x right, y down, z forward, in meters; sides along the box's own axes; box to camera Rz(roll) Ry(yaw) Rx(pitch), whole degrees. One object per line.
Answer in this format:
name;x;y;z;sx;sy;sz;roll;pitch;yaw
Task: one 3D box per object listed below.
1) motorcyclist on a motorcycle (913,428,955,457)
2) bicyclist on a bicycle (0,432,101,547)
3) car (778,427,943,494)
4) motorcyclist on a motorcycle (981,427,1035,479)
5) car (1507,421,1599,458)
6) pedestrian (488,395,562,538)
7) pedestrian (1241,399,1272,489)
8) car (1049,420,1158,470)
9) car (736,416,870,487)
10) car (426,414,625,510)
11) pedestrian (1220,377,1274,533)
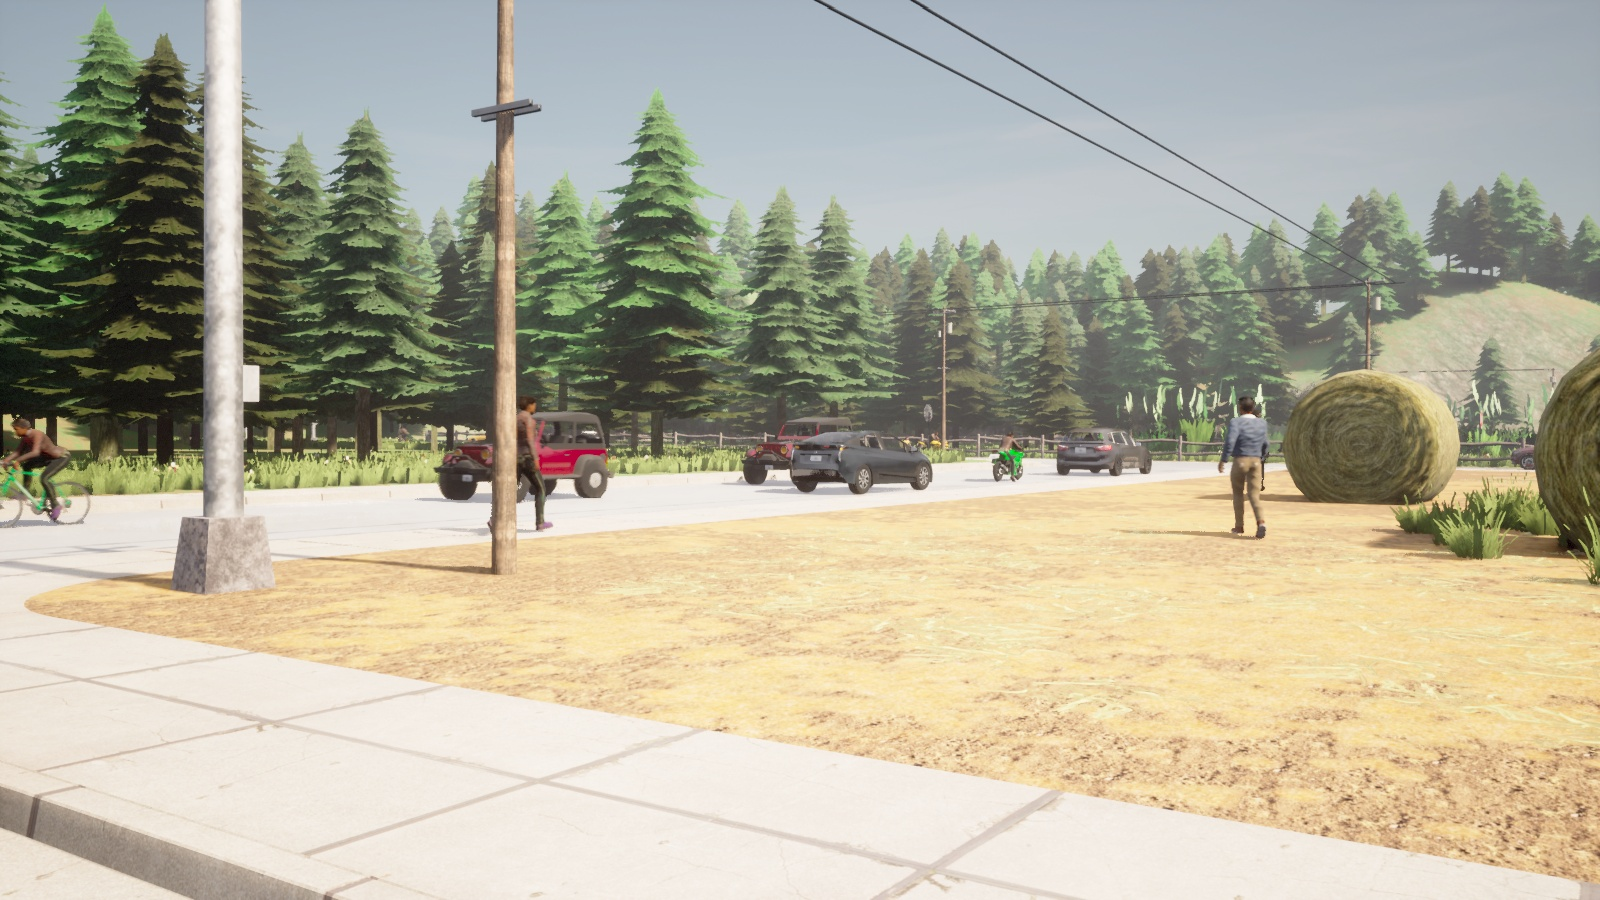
motorcyclist on a motorcycle;7.023;-0.400;65.785;2.044;1.523;0.797;0;1;37
bicyclist on a bicycle;-11.395;0.565;18.627;0.582;1.620;1.656;0;2;35
car;1.585;0.203;31.261;2.007;1.525;4.514;0;1;35
motorcyclist on a motorcycle;6.329;0.073;38.132;0.797;1.523;2.044;0;1;35
car;31.699;-0.434;51.315;4.674;1.442;1.812;0;1;37
pedestrian;-3.544;0.199;16.209;0.328;1.805;0.869;0;1;42
pedestrian;9.578;-0.130;26.343;0.431;1.840;0.709;0;1;34
car;10.847;-0.222;44.678;2.242;1.667;4.611;0;1;35
car;0.149;0.006;35.343;1.905;1.878;3.866;0;1;35
car;-5.768;0.213;26.775;1.905;1.878;3.866;0;1;35
pedestrian;5.737;0.057;16.152;0.423;1.949;0.788;-1;1;2
